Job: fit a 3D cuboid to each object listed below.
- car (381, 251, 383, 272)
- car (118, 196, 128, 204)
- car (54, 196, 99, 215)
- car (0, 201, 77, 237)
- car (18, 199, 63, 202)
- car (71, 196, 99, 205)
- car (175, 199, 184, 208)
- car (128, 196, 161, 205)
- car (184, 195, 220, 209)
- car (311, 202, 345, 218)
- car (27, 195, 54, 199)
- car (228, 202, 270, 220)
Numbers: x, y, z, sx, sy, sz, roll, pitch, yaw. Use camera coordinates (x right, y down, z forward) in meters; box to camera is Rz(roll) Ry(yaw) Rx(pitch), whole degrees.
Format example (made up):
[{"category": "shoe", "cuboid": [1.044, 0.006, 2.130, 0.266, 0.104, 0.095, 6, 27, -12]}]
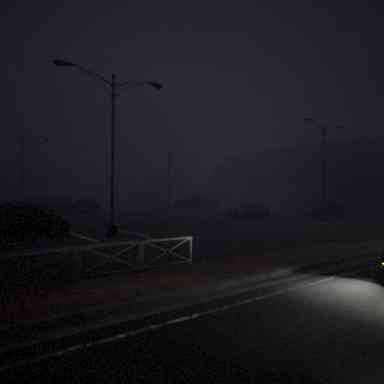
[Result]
[{"category": "car", "cuboid": [7.278, 1.626, 9.568, 4.892, 1.490, 1.837, 1, -1, -37]}, {"category": "car", "cuboid": [-12.127, 1.551, 63.396, 3.806, 1.475, 1.970, 1, 0, -37]}, {"category": "car", "cuboid": [-10.996, 1.442, 32.123, 3.633, 1.501, 1.845, 1, 0, -37]}, {"category": "car", "cuboid": [-8.132, 1.376, 15.559, 4.514, 1.523, 2.007, 1, 0, -37]}, {"category": "car", "cuboid": [-10.051, 1.368, 18.041, 5.027, 1.636, 2.152, 1, 0, -37]}, {"category": "car", "cuboid": [-19.967, 1.546, 62.110, 4.514, 1.523, 2.007, 1, 0, -37]}, {"category": "car", "cuboid": [-0.366, 1.390, 48.201, 3.866, 1.878, 1.905, 1, 0, -37]}, {"category": "car", "cuboid": [-8.026, 1.473, 58.449, 5.027, 1.636, 2.152, 1, 0, -37]}, {"category": "car", "cuboid": [1.703, 1.413, 46.120, 4.605, 1.855, 1.932, 1, 0, -37]}, {"category": "car", "cuboid": [12.715, 1.679, 31.150, 3.633, 1.501, 1.845, 1, 0, -37]}, {"category": "car", "cuboid": [-16.944, 1.425, 40.153, 4.514, 1.523, 2.007, 1, 0, -37]}, {"category": "car", "cuboid": [4.987, 1.615, 29.095, 3.806, 1.475, 1.970, 1, 0, -37]}]
